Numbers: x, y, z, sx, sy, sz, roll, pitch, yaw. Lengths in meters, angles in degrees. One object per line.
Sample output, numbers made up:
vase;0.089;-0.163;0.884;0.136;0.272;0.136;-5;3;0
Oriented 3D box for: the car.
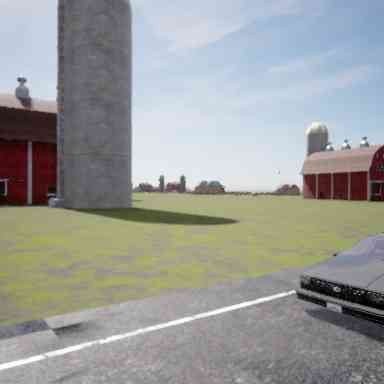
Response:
car;4.622;1.631;7.288;5.357;1.411;2.033;1;0;-35
